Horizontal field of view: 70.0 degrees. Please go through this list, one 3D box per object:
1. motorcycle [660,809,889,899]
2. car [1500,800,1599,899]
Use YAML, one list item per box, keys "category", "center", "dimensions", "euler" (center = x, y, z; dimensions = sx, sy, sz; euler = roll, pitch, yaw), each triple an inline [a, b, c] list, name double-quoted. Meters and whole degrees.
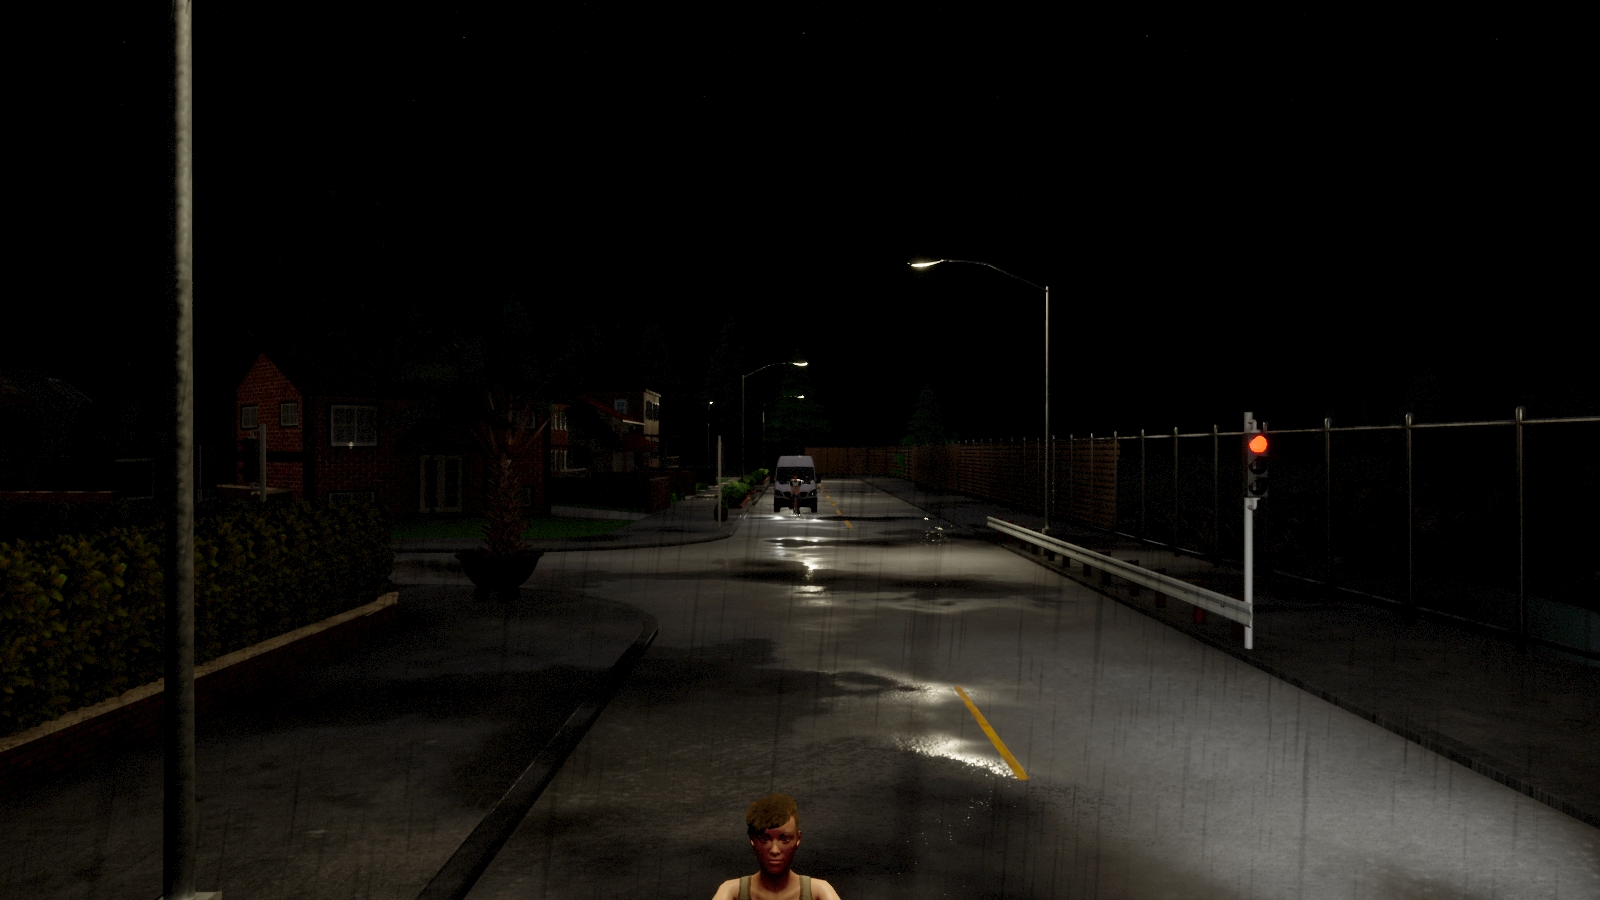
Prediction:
- category: "motorcycle"
  center: [-0.084, 2.157, 3.590]
  dimensions: [0.764, 1.307, 2.356]
  euler: [0, 0, -1]
- category: "car"
  center: [3.969, 2.156, 2.564]
  dimensions: [1.895, 1.301, 4.718]
  euler: [0, 0, 0]
